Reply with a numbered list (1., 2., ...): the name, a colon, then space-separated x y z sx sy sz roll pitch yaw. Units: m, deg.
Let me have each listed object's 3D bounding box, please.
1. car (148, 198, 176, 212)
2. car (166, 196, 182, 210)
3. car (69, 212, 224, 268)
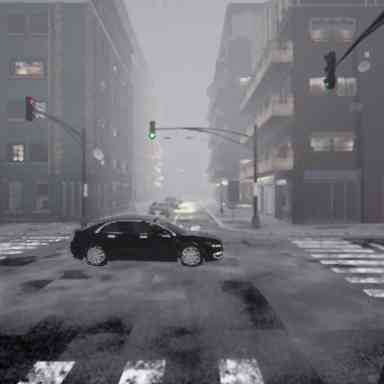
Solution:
1. car: -2.837 1.529 29.857 2.128 1.511 4.902 0 0 0
2. car: -2.824 1.418 44.218 2.097 1.767 4.553 0 0 0
3. car: -1.417 1.546 10.746 4.892 1.490 1.837 0 0 5
